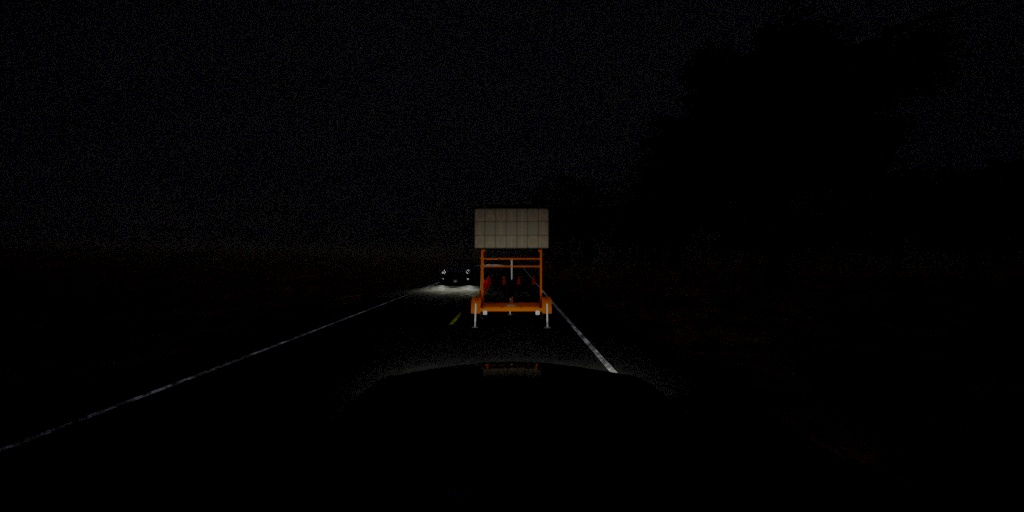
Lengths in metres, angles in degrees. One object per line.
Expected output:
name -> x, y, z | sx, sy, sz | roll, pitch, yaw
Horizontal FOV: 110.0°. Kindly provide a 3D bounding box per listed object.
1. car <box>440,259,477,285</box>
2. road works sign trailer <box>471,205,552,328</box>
car -> -3.649, 1.026, 25.258 | 2.097, 1.767, 4.553 | 0, 0, 0
road works sign trailer -> -0.009, 0.203, 11.305 | 2.380, 3.560, 2.880 | 0, 0, 0
